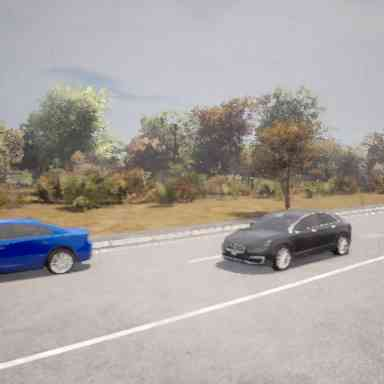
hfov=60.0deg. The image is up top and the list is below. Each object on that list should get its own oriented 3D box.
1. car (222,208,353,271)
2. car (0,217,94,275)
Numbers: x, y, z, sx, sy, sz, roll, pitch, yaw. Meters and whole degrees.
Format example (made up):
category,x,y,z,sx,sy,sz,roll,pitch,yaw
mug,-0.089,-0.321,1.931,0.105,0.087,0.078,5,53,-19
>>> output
category,x,y,z,sx,sy,sz,roll,pitch,yaw
car,3.121,1.328,10.462,4.892,1.490,1.837,-3,1,-35
car,-5.208,1.463,8.855,5.008,1.535,1.882,0,0,-36
